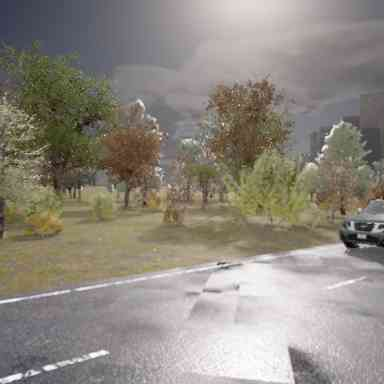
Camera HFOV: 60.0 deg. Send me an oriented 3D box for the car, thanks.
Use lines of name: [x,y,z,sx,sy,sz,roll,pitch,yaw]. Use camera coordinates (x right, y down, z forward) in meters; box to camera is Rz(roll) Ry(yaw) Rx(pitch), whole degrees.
car: [8.430,1.272,13.705,5.566,2.045,2.150,0,0,-36]
